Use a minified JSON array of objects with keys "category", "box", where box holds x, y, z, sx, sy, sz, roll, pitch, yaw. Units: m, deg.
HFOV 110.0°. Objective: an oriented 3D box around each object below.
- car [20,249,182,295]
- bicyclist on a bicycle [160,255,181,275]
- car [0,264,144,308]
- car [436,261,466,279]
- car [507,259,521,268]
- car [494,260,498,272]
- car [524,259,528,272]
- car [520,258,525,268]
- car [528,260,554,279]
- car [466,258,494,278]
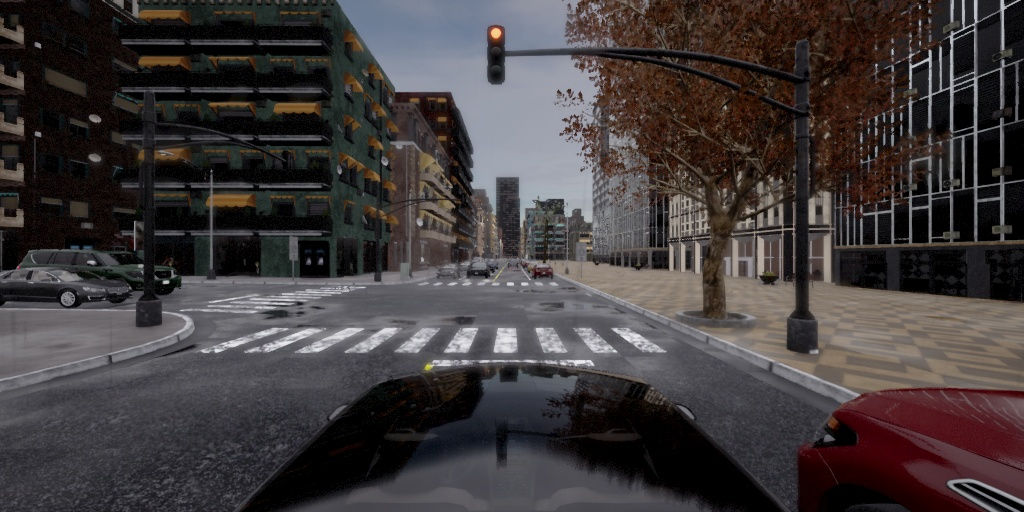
[{"category":"car","box":[-17.772,0.747,15.553,5.566,2.045,2.150,1,0,0]},{"category":"bicyclist on a bicycle","box":[-23.144,0.761,24.238,0.582,1.620,1.656,1,0,-1]},{"category":"car","box":[-16.422,1.092,12.970,4.403,1.370,2.007,0,0,-1]},{"category":"car","box":[-5.655,1.313,32.375,2.007,1.370,4.403,0,0,0]},{"category":"car","box":[0.169,1.289,63.511,2.128,1.511,4.902,0,0,0]},{"category":"car","box":[-3.035,1.374,43.683,1.895,1.301,4.718,0,0,0]},{"category":"car","box":[2.737,1.298,43.601,1.751,1.417,4.829,0,0,0]},{"category":"car","box":[2.755,1.375,60.028,1.802,1.307,4.207,0,0,0]},{"category":"car","box":[2.725,1.307,32.365,1.888,1.381,4.507,0,0,0]},{"category":"car","box":[-3.059,1.241,33.660,1.882,1.535,5.008,0,0,0]}]
